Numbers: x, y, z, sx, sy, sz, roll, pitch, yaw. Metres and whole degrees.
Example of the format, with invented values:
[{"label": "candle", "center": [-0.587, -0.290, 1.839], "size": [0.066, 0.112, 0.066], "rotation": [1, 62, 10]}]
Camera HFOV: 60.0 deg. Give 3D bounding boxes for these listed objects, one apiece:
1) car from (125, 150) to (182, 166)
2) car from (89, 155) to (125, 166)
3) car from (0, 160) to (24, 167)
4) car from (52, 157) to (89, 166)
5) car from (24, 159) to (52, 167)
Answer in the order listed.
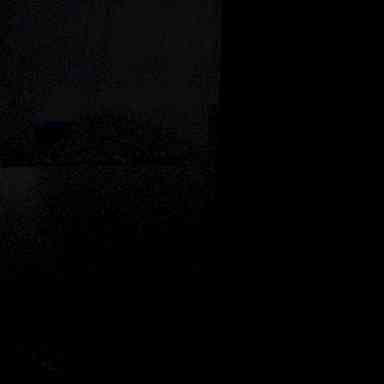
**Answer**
[{"label": "car", "center": [-3.856, -3.421, 35.580], "size": [5.566, 2.045, 2.435], "rotation": [2, 1, 25]}, {"label": "car", "center": [-8.955, -3.456, 37.922], "size": [4.553, 1.767, 2.185], "rotation": [2, 1, 26]}, {"label": "car", "center": [-23.727, -3.676, 45.438], "size": [4.792, 1.488, 2.163], "rotation": [1, 1, 29]}, {"label": "car", "center": [-14.035, -3.470, 40.367], "size": [4.892, 1.521, 2.231], "rotation": [1, 1, 27]}, {"label": "car", "center": [-18.865, -3.548, 42.828], "size": [4.674, 1.452, 2.002], "rotation": [1, 1, 28]}]
